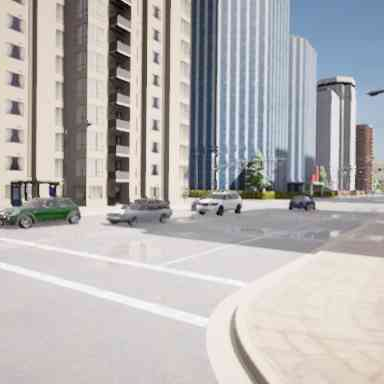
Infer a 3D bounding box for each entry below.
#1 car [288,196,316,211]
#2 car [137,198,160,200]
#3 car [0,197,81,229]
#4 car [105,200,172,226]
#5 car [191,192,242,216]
[{"bbox_3d":[13.021,1.223,39.189,2.097,1.767,4.553,1,1,35],"label":"car"},{"bbox_3d":[-3.837,1.271,27.500,1.837,1.490,4.892,1,1,35],"label":"car"},{"bbox_3d":[-9.077,1.120,20.048,2.097,1.767,4.553,1,1,36],"label":"car"},{"bbox_3d":[-3.428,1.421,21.959,1.895,1.301,4.718,1,1,35],"label":"car"},{"bbox_3d":[2.655,1.040,30.693,2.150,2.045,5.566,1,1,35],"label":"car"}]
